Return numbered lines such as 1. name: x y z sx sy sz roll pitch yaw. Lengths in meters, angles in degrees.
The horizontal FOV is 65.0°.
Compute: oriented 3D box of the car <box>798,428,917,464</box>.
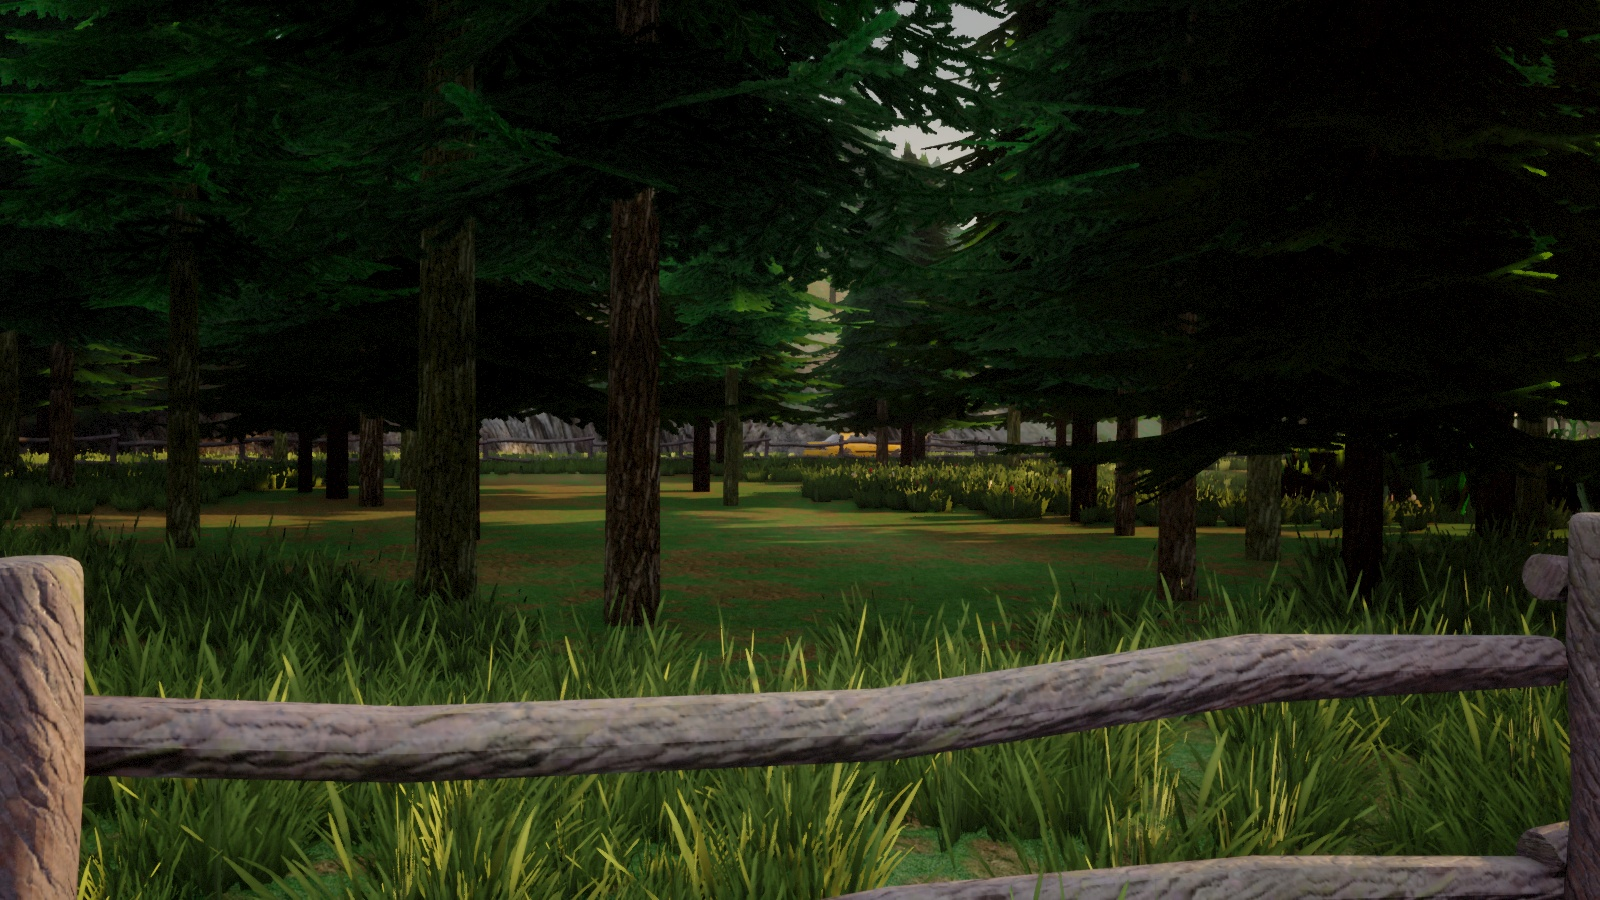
1. car: 2.695 -0.212 58.171 5.366 1.575 1.801 -1 1 -31
